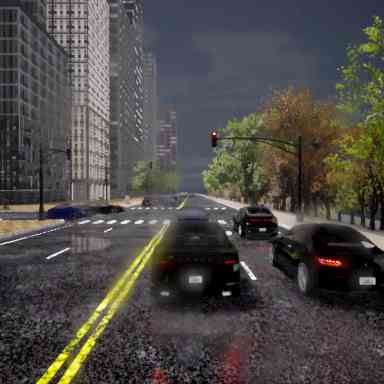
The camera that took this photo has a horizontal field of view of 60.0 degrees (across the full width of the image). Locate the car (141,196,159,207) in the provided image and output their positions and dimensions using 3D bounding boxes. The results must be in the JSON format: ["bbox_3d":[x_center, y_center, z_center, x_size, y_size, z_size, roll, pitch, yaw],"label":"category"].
[{"bbox_3d":[-6.688,1.497,51.578,1.837,1.490,4.892,0,0,0],"label":"car"}]

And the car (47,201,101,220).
[{"bbox_3d":[-10.320,1.660,28.385,4.181,1.385,1.994,-3,1,23],"label":"car"}]

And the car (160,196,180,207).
[{"bbox_3d":[-3.439,1.539,52.923,2.033,1.411,5.357,0,0,0],"label":"car"}]

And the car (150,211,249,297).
[{"bbox_3d":[0.074,1.476,8.645,1.882,1.535,5.008,0,0,0],"label":"car"}]

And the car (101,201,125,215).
[{"bbox_3d":[-9.721,1.673,34.426,5.357,1.411,2.033,-1,1,-14],"label":"car"}]

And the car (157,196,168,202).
[{"bbox_3d":[-6.643,1.529,74.662,2.033,1.411,5.357,0,0,0],"label":"car"}]

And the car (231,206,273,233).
[{"bbox_3d":[3.290,1.502,17.862,1.837,1.490,4.892,0,0,0],"label":"car"}]

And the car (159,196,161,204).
[{"bbox_3d":[-6.682,1.481,62.370,2.128,1.511,4.902,0,0,0],"label":"car"}]

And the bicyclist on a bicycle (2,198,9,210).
[{"bbox_3d":[-24.735,1.578,44.161,0.582,1.620,1.656,-1,1,0],"label":"bicyclist on a bicycle"}]

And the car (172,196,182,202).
[{"bbox_3d":[-3.395,1.529,75.030,2.033,1.411,5.357,0,0,0],"label":"car"}]

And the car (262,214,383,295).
[{"bbox_3d":[3.315,1.524,8.606,1.812,1.442,4.674,0,0,0],"label":"car"}]

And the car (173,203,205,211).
[{"bbox_3d":[0.036,1.545,18.454,2.033,1.411,5.357,0,0,0],"label":"car"}]
